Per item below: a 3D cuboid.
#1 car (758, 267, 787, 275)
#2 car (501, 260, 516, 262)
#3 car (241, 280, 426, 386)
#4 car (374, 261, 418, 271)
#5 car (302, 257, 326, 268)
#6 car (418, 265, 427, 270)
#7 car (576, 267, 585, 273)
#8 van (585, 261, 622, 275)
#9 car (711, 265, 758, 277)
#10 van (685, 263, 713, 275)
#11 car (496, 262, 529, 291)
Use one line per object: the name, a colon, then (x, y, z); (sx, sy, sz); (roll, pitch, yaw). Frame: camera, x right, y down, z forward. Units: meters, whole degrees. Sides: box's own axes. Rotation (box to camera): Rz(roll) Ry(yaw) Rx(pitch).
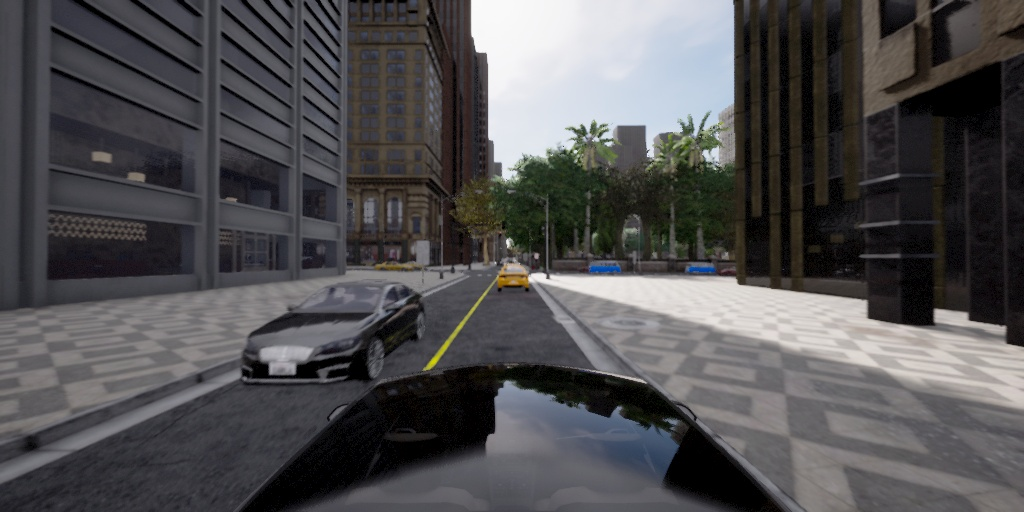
car: (33.949, 2.013, 45.807); (4.097, 1.591, 1.967); (0, 0, 0)
car: (-0.010, 1.413, 32.872); (1.882, 1.535, 5.008); (0, 0, 0)
car: (-3.101, 1.274, 7.301); (2.128, 1.511, 4.902); (0, 0, 0)
car: (-15.062, 1.317, 45.983); (4.829, 1.417, 1.751); (0, 0, 0)
car: (-26.403, 1.139, 46.024); (4.829, 1.417, 1.751); (0, 0, 0)
car: (-15.383, 1.415, 54.509); (4.829, 1.417, 1.751); (0, 0, 0)
car: (11.874, 1.903, 54.412); (4.207, 1.307, 1.802); (0, 0, 0)
van: (11.855, 1.563, 45.886); (3.998, 1.789, 1.690); (0, 0, 0)
car: (28.426, 2.068, 45.827); (4.207, 1.307, 1.802); (0, 0, 0)
van: (28.444, 1.925, 54.352); (3.998, 1.789, 1.690); (0, 0, 0)
car: (0.087, 1.350, 22.811); (1.882, 1.535, 5.008); (0, 0, 0)
